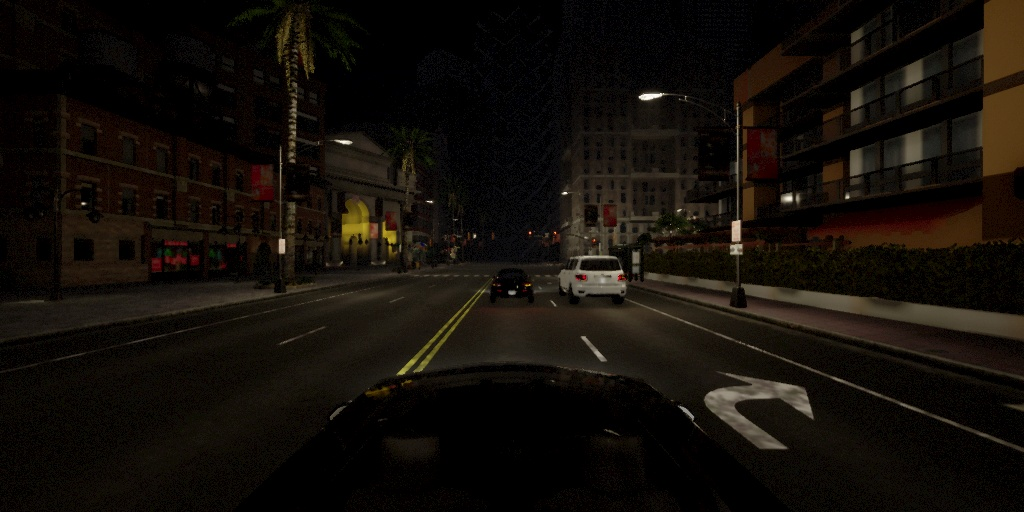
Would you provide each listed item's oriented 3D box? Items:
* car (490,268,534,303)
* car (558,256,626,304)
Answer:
[{"bbox_3d":[0.000,1.281,16.479,1.812,1.442,4.674,0,0,0],"label":"car"},{"bbox_3d":[3.500,1.006,16.509,2.150,2.045,5.566,0,0,0],"label":"car"}]
